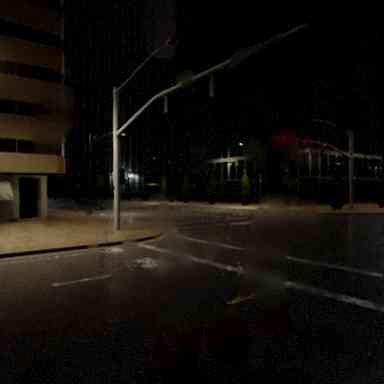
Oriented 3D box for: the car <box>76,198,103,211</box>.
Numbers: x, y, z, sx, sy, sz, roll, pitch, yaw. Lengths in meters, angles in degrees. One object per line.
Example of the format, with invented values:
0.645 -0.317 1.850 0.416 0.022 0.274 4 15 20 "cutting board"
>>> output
-12.154 1.408 39.446 1.882 1.535 5.008 -1 1 -37 "car"
